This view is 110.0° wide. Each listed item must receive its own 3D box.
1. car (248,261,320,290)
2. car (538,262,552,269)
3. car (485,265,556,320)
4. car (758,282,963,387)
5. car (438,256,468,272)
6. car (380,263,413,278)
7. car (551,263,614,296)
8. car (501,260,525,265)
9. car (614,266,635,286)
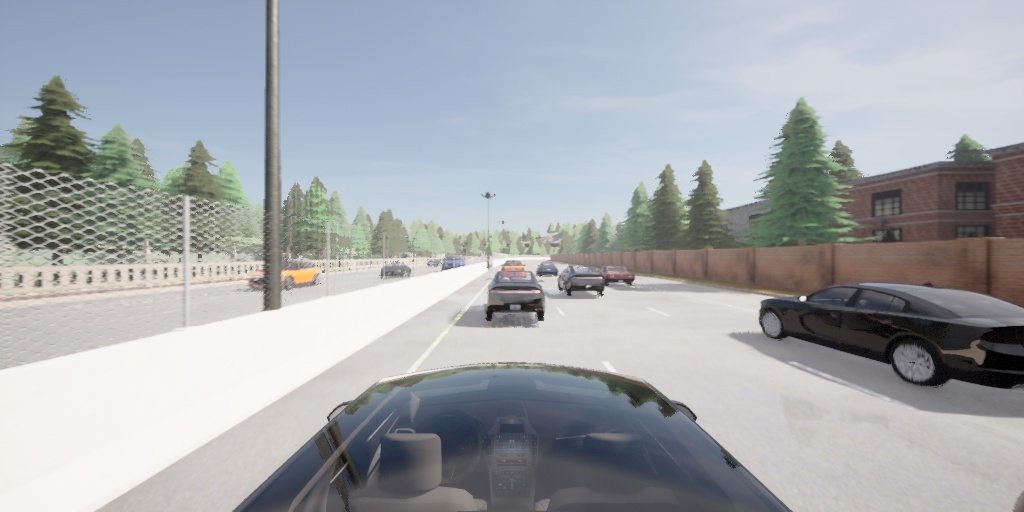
[{"bbox_3d":[-14.093,1.104,22.489,2.097,1.767,4.553,0,0,0],"label":"car"},{"bbox_3d":[3.612,1.321,37.326,1.994,1.385,4.181,0,0,0],"label":"car"},{"bbox_3d":[0.096,1.241,12.569,2.128,1.511,4.902,0,0,0],"label":"car"},{"bbox_3d":[7.102,1.229,6.948,1.882,1.535,5.008,0,0,0],"label":"car"},{"bbox_3d":[-7.078,0.981,43.809,2.150,2.045,5.566,0,0,0],"label":"car"},{"bbox_3d":[-10.587,1.319,33.065,1.994,1.385,4.181,0,0,0],"label":"car"},{"bbox_3d":[3.605,1.245,19.304,2.128,1.511,4.902,0,0,0],"label":"car"},{"bbox_3d":[0.109,1.107,30.544,2.097,1.767,4.553,0,0,0],"label":"car"},{"bbox_3d":[7.107,1.356,25.613,1.895,1.301,4.718,0,0,0],"label":"car"}]
